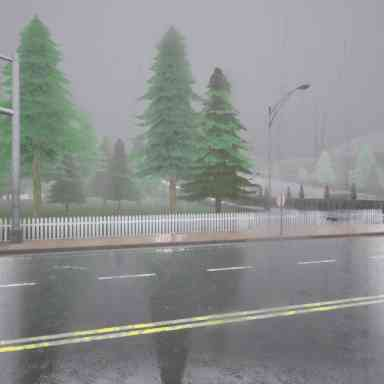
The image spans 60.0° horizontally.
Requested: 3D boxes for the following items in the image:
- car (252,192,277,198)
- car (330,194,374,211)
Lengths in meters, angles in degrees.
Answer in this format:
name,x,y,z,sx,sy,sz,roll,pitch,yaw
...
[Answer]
name,x,y,z,sx,sy,sz,roll,pitch,yaw
car,12.263,0.766,54.587,1.812,1.442,4.674,0,5,-19
car,18.099,1.207,37.999,2.150,2.045,5.566,0,0,-20
